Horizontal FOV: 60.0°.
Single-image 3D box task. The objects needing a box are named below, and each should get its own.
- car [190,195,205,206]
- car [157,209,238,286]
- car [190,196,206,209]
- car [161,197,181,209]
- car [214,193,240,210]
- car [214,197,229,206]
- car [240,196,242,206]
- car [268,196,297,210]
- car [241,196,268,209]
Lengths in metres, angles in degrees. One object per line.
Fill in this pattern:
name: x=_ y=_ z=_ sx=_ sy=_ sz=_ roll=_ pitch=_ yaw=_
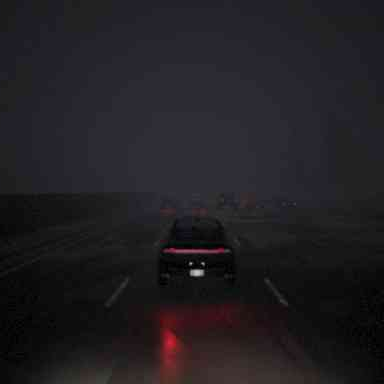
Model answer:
car: x=0.883 y=1.307 z=50.352 sx=2.128 sy=1.511 sz=4.902 roll=0 pitch=0 yaw=1
car: x=0.147 y=1.457 z=9.326 sx=2.128 sy=1.511 sz=4.902 roll=0 pitch=0 yaw=1
car: x=0.719 y=1.450 z=41.214 sx=1.895 sy=1.301 sz=4.718 roll=0 pitch=0 yaw=1
car: x=-2.774 y=1.350 z=41.663 sx=1.837 sy=1.490 sz=4.892 roll=0 pitch=0 yaw=1
car: x=4.211 y=1.075 z=40.733 sx=2.150 sy=2.045 sz=5.566 roll=0 pitch=0 yaw=1
car: x=4.383 y=1.419 z=50.319 sx=1.895 sy=1.301 sz=4.718 roll=0 pitch=0 yaw=1
car: x=7.882 y=1.347 z=50.226 sx=1.812 sy=1.442 sz=4.674 roll=0 pitch=0 yaw=1
car: x=11.209 y=1.407 z=40.579 sx=2.033 sy=1.411 sz=5.357 roll=0 pitch=0 yaw=1
car: x=7.725 y=1.454 z=41.505 sx=1.895 sy=1.301 sz=4.718 roll=0 pitch=0 yaw=1
